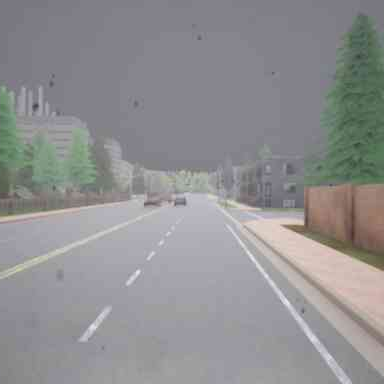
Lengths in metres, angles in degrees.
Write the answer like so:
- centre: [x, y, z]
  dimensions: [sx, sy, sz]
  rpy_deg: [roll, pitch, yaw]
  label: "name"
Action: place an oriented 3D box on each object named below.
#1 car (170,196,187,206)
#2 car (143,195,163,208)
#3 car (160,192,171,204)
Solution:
- centre: [-1.798, 1.407, 52.969]
  dimensions: [2.128, 1.511, 4.902]
  rpy_deg: [0, 0, 2]
  label: "car"
- centre: [-5.662, 1.495, 47.308]
  dimensions: [1.895, 1.301, 4.718]
  rpy_deg: [0, 0, 2]
  label: "car"
- centre: [-5.102, 1.099, 63.279]
  dimensions: [2.150, 2.045, 5.566]
  rpy_deg: [0, 0, 2]
  label: "car"
